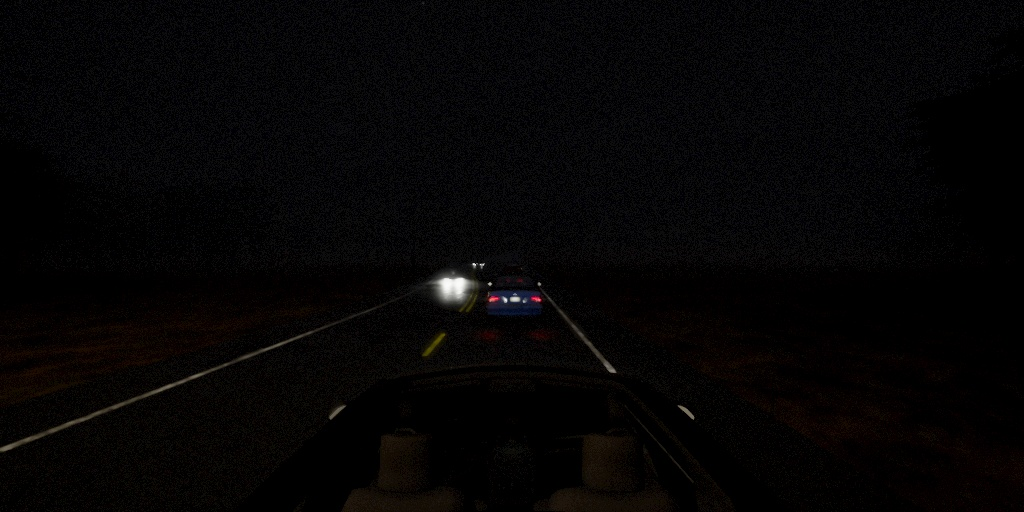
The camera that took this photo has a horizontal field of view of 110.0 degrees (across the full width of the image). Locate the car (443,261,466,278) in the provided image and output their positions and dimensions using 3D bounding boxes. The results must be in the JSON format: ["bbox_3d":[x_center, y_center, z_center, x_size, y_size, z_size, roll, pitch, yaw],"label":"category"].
[{"bbox_3d":[-5.423,1.238,33.897,2.128,1.511,4.902,0,0,-7],"label":"car"}]

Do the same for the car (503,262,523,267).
[{"bbox_3d":[0.101,1.271,34.103,1.812,1.442,4.674,0,0,0],"label":"car"}]

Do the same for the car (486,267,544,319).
[{"bbox_3d":[0.095,1.299,12.832,2.033,1.411,5.357,0,0,0],"label":"car"}]
